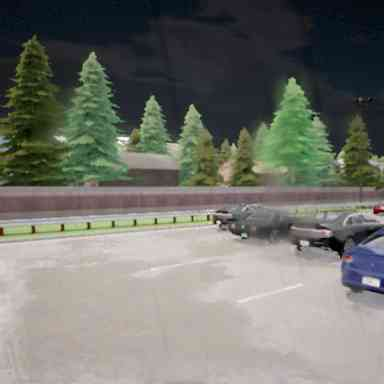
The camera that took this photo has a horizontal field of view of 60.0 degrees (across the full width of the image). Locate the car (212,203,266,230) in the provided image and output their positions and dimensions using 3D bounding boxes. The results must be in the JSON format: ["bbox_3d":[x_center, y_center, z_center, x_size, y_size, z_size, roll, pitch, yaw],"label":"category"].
[{"bbox_3d":[3.389,1.378,19.053,4.902,1.511,2.128,-1,0,-35],"label":"car"}]

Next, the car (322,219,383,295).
[{"bbox_3d":[5.150,1.456,7.431,4.674,1.442,1.812,-1,0,-36],"label":"car"}]

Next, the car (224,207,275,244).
[{"bbox_3d":[3.993,1.502,15.186,4.718,1.301,1.895,-1,0,-35],"label":"car"}]

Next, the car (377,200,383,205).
[{"bbox_3d":[17.805,1.303,29.325,4.181,1.385,1.994,-1,0,-35],"label":"car"}]

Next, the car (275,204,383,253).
[{"bbox_3d":[5.561,1.397,12.005,4.902,1.511,2.128,-1,0,-35],"label":"car"}]
